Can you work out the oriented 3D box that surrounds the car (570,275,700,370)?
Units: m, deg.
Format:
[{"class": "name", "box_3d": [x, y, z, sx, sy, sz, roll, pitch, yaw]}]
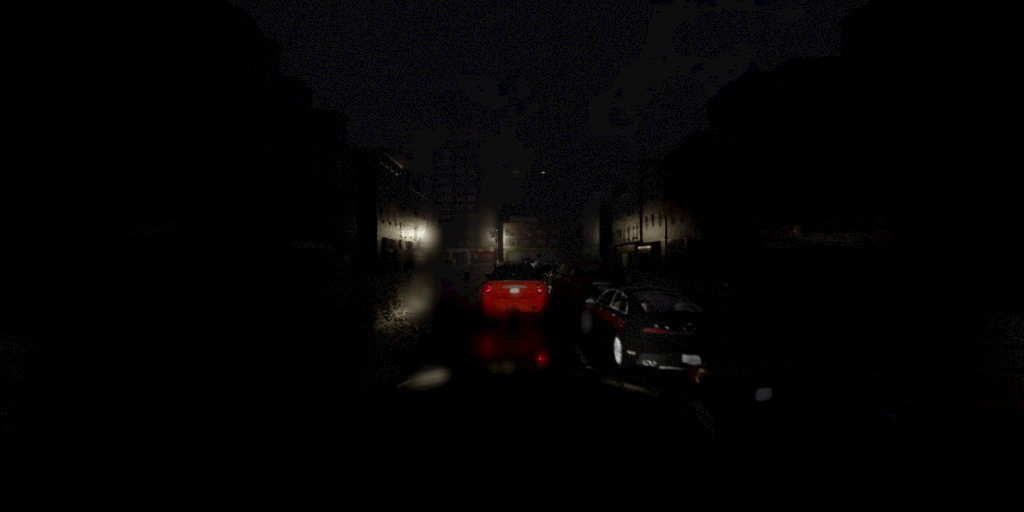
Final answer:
[{"class": "car", "box_3d": [2.637, 1.275, 7.468, 2.007, 1.370, 4.403, 0, 0, 0]}]

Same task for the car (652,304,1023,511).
[{"class": "car", "box_3d": [2.638, 1.294, 1.994, 1.888, 1.381, 4.507, 0, 0, 0]}]

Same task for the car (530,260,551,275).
[{"class": "car", "box_3d": [3.018, 1.156, 38.646, 1.812, 1.442, 4.674, 0, 0, 0]}]

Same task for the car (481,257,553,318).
[{"class": "car", "box_3d": [0.088, 1.053, 12.910, 2.097, 1.767, 4.553, 0, 0, 0]}]

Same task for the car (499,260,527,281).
[{"class": "car", "box_3d": [0.089, 1.140, 29.384, 2.128, 1.511, 4.902, 0, 0, 0]}]

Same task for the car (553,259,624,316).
[{"class": "car", "box_3d": [2.636, 1.016, 12.942, 2.192, 1.841, 5.009, 0, 0, 0]}]

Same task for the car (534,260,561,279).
[{"class": "car", "box_3d": [3.010, 1.121, 31.646, 1.882, 1.535, 5.008, 0, 0, 0]}]
